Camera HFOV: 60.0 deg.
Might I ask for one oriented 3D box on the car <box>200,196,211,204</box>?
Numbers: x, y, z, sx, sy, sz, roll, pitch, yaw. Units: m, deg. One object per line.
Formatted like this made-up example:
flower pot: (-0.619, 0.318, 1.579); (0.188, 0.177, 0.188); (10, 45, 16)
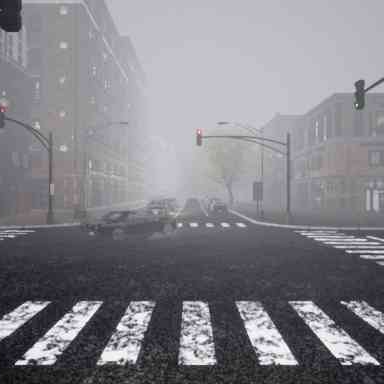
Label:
car: (2.702, 1.536, 67.794); (1.967, 1.590, 4.097); (0, 0, 0)

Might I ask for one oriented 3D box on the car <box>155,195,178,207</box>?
car: (-3.086, 1.518, 40.273); (1.882, 1.535, 5.008); (0, 0, 0)

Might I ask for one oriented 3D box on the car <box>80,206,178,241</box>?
car: (-2.980, 1.607, 16.687); (4.718, 1.301, 1.895); (0, 0, -43)

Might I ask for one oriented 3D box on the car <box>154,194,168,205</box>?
car: (-5.680, 1.397, 62.101); (2.192, 1.841, 5.009); (0, 0, 0)

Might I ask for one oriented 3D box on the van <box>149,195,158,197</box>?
van: (-5.682, 1.399, 50.707); (1.690, 1.788, 3.998); (0, 0, 0)

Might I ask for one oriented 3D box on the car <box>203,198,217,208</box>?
car: (2.699, 1.640, 50.704); (1.802, 1.307, 4.206); (0, 0, 0)

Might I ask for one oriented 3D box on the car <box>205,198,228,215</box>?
car: (2.696, 1.580, 33.613); (2.008, 1.369, 4.403); (0, 0, 0)

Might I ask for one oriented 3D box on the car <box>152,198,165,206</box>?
car: (-5.680, 1.651, 56.404); (1.802, 1.307, 4.206); (0, 0, 0)

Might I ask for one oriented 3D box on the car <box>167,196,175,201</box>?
car: (-5.674, 1.687, 90.415); (1.752, 1.417, 4.829); (0, 0, 0)

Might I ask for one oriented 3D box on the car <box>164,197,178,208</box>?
car: (-3.077, 1.583, 50.371); (1.812, 1.442, 4.674); (0, 0, 0)

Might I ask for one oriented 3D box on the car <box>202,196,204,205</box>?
car: (2.698, 1.488, 45.007); (1.967, 1.590, 4.097); (0, 0, 0)

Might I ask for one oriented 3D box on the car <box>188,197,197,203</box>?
car: (0.027, 1.702, 71.349); (1.895, 1.301, 4.718); (0, 0, 0)

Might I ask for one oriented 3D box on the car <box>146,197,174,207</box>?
car: (-3.095, 1.516, 30.825); (2.128, 1.511, 4.902); (0, 0, 0)

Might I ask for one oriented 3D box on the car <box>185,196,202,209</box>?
car: (0.110, 1.527, 45.895); (1.882, 1.535, 5.008); (0, 0, 0)

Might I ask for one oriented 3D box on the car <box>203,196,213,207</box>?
car: (2.697, 1.479, 39.310); (1.967, 1.590, 4.097); (0, 0, 0)

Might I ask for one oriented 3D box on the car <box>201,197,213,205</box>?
car: (2.702, 1.633, 62.097); (2.008, 1.369, 4.403); (0, 0, 0)

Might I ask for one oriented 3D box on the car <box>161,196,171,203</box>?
car: (-5.677, 1.663, 73.494); (2.008, 1.369, 4.403); (0, 0, 0)
